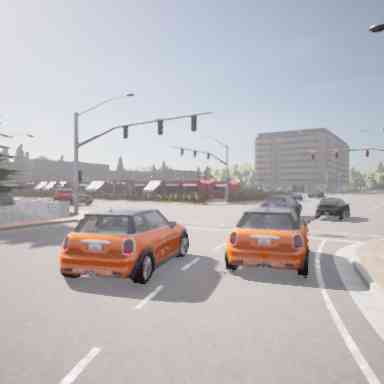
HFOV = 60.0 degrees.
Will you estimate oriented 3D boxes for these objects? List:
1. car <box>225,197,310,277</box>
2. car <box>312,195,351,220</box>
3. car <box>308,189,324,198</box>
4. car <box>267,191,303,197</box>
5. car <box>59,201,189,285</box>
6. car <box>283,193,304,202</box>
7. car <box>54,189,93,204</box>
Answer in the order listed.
[{"bbox_3d":[2.451,1.210,10.163,2.097,1.767,4.553,0,1,19],"label":"car"},{"bbox_3d":[10.607,1.210,24.979,1.837,1.490,4.892,1,1,33],"label":"car"},{"bbox_3d":[24.894,0.340,66.611,2.150,2.045,5.566,1,1,33],"label":"car"},{"bbox_3d":[6.976,1.034,25.773,2.097,1.767,4.553,1,1,32],"label":"car"},{"bbox_3d":[-1.598,1.208,9.417,2.097,1.767,4.553,0,1,15],"label":"car"},{"bbox_3d":[16.443,0.873,53.671,1.895,1.301,4.718,1,1,33],"label":"car"},{"bbox_3d":[-14.522,0.623,40.601,5.566,2.045,2.150,1,1,33],"label":"car"}]
